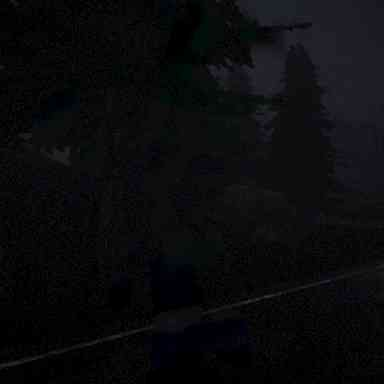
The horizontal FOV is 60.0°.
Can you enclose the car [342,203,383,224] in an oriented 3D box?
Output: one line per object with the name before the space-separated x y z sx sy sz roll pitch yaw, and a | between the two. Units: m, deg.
car | 12.709 1.510 22.769 1.812 1.442 4.674 0 0 -35
